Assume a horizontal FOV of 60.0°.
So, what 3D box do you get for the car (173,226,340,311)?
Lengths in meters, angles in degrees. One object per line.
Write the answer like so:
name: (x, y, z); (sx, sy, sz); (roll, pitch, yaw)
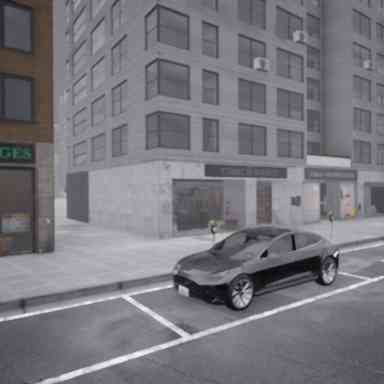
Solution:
car: (1.630, 1.508, 7.628); (4.313, 1.339, 1.947); (-1, 0, -35)
